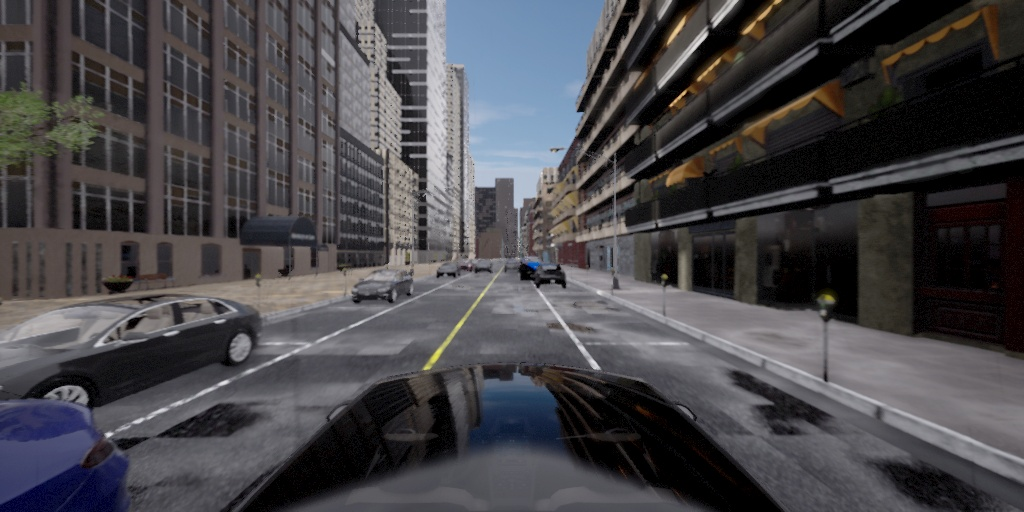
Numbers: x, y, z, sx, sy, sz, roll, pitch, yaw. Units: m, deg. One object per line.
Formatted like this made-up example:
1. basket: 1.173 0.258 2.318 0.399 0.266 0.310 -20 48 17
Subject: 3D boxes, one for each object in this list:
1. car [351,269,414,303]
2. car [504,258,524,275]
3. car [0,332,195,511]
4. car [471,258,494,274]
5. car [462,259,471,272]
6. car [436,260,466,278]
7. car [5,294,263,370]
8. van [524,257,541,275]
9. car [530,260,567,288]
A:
1. car: -5.692 1.272 16.263 2.007 1.370 4.403 0 0 0
2. car: 0.022 1.168 43.150 2.128 1.511 4.902 0 0 1
3. car: -3.101 1.280 0.128 1.812 1.442 4.674 0 0 0
4. car: -3.088 1.187 39.805 1.837 1.490 4.892 0 0 0
5. car: -5.692 1.116 43.877 1.967 1.591 4.097 0 0 0
6. car: -5.692 1.257 32.831 1.948 1.339 4.313 0 0 0
7. car: -5.692 1.293 5.217 2.007 1.370 4.403 0 0 0
8. van: 2.689 1.017 43.876 1.690 1.789 3.998 0 0 0
9. car: 2.354 1.213 23.160 1.837 1.490 4.892 0 0 0
